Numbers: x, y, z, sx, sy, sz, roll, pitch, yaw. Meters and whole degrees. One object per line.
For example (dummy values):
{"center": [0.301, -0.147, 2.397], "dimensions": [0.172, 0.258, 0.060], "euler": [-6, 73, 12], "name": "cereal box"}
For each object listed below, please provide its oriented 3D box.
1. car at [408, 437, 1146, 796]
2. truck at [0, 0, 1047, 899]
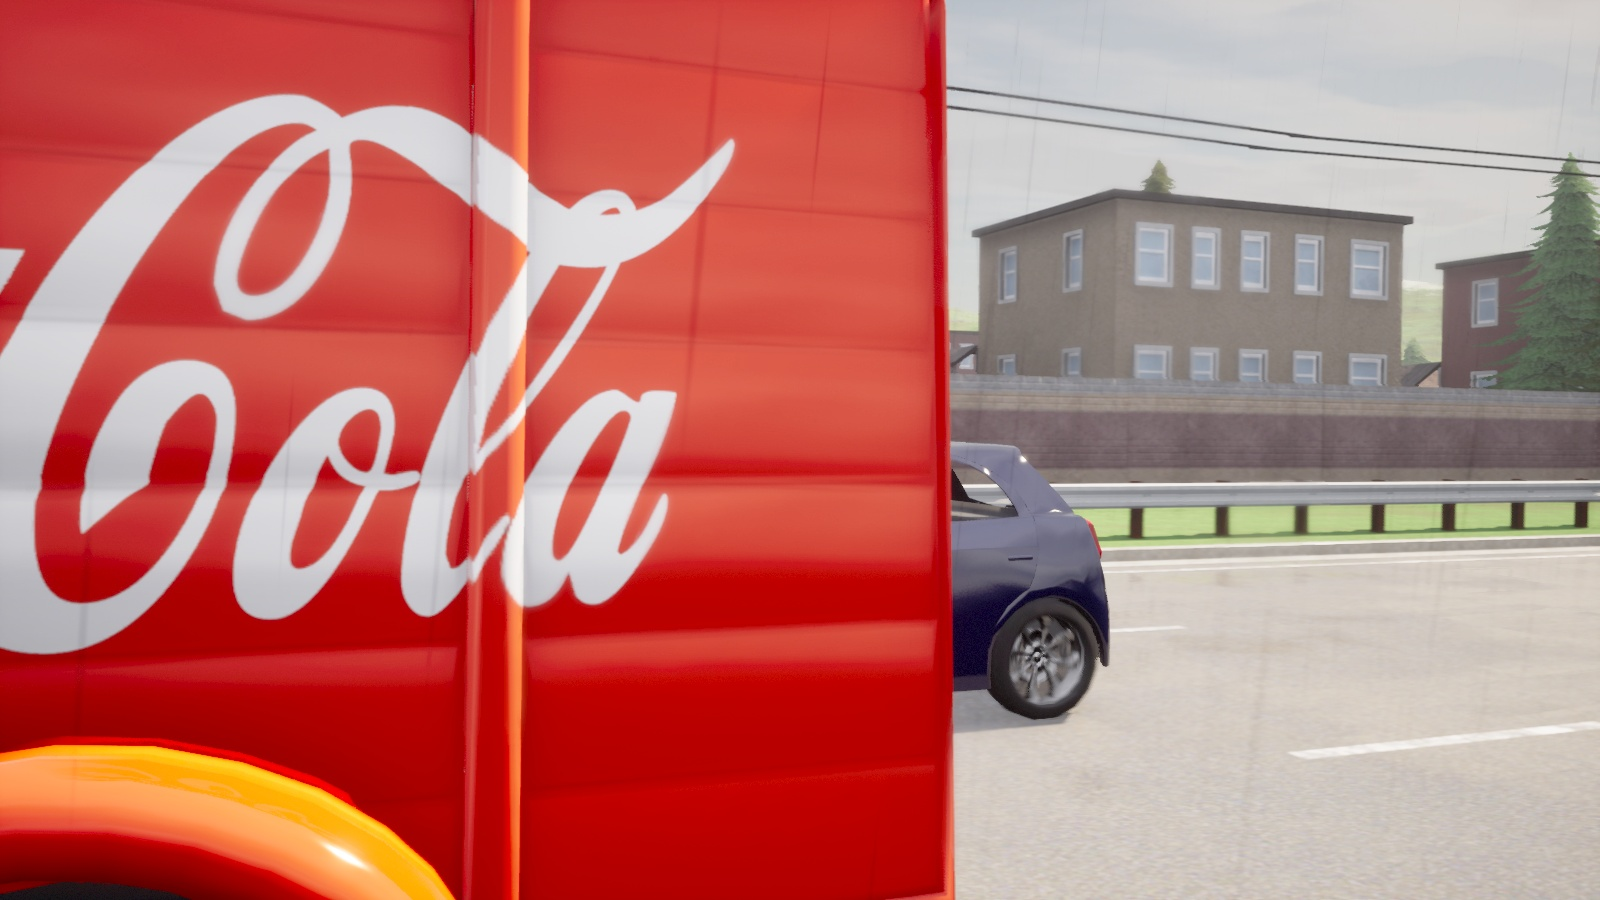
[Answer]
{"center": [-0.186, 0.701, 6.912], "dimensions": [3.633, 1.501, 1.845], "euler": [-1, 1, -21], "name": "car"}
{"center": [-2.514, 0.301, 2.279], "dimensions": [5.204, 2.467, 2.627], "euler": [-1, 1, -21], "name": "truck"}
